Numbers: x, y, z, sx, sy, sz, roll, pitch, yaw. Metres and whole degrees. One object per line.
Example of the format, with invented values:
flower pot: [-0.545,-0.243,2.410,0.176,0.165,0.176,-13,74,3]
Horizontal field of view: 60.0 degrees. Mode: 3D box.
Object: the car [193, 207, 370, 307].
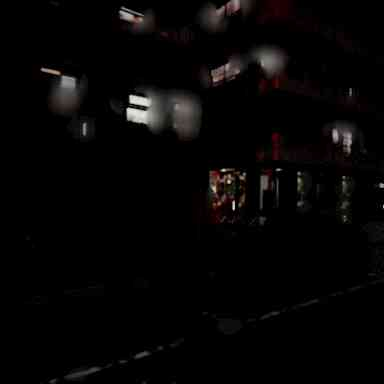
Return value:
car: [2.434,1.337,8.272,5.009,1.841,2.192,0,1,-35]
